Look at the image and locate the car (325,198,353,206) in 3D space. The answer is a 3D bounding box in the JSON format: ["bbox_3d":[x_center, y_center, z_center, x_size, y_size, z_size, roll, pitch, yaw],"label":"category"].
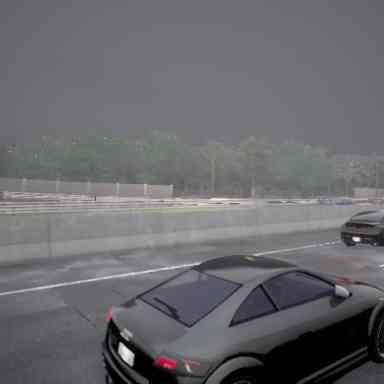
[{"bbox_3d":[19.401,1.555,43.543,5.008,1.535,1.882,0,0,-35],"label":"car"}]

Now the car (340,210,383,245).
[{"bbox_3d":[8.130,1.517,13.843,4.892,1.490,1.837,0,0,-35],"label":"car"}]

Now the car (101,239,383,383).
[{"bbox_3d":[0.980,1.566,4.446,4.181,1.385,1.994,0,0,-35],"label":"car"}]

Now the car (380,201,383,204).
[{"bbox_3d":[24.195,1.432,38.356,4.553,1.767,2.097,0,0,-35],"label":"car"}]

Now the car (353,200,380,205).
[{"bbox_3d":[22.534,1.684,41.460,4.718,1.301,1.895,0,0,-35],"label":"car"}]
